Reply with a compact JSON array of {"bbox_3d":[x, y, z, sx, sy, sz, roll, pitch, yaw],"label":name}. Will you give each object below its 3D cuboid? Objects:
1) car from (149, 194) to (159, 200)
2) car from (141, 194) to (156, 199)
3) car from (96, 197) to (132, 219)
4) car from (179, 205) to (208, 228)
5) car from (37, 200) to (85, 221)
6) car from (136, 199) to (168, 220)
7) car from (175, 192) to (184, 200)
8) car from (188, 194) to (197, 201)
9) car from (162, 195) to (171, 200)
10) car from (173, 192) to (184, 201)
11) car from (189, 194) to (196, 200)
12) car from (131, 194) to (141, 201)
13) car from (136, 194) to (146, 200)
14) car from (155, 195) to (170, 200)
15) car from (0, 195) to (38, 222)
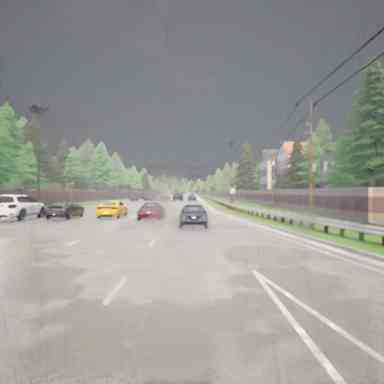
[{"bbox_3d":[-10.464,1.362,91.083,2.128,1.511,4.902,0,0,0],"label":"car"},{"bbox_3d":[-10.468,1.352,81.049,2.097,1.767,4.553,0,0,0],"label":"car"},{"bbox_3d":[-6.888,1.479,29.099,1.882,1.535,5.008,0,0,0],"label":"car"},{"bbox_3d":[0.109,1.548,22.072,2.033,1.411,5.357,0,0,0],"label":"car"},{"bbox_3d":[-10.389,1.493,27.470,2.128,1.511,4.902,0,0,0],"label":"car"},{"bbox_3d":[-3.388,1.565,28.180,1.994,1.385,4.181,0,0,0],"label":"car"},{"bbox_3d":[-3.464,1.061,91.110,2.150,2.045,5.566,0,0,0],"label":"car"},{"bbox_3d":[0.032,1.351,81.045,2.097,1.767,4.553,0,0,0],"label":"car"},{"bbox_3d":[-6.964,1.432,91.111,1.895,1.301,4.718,0,0,0],"label":"car"},{"bbox_3d":[-3.468,1.220,80.690,2.150,2.045,5.566,0,0,0],"label":"car"},{"bbox_3d":[0.036,1.336,91.079,1.837,1.490,4.892,0,0,0],"label":"car"},{"bbox_3d":[-13.968,1.536,80.664,2.033,1.411,5.357,0,0,0],"label":"car"},{"bbox_3d":[-13.964,1.361,91.084,1.812,1.442,4.674,0,0,0],"label":"car"},{"bbox_3d":[-6.968,1.520,80.661,2.128,1.511,4.902,0,0,0],"label":"car"},{"bbox_3d":[-13.889,1.223,26.766,2.150,2.045,5.566,0,0,0],"label":"car"}]
